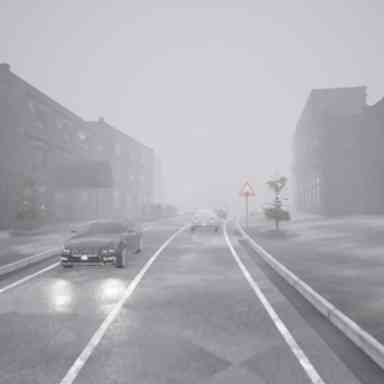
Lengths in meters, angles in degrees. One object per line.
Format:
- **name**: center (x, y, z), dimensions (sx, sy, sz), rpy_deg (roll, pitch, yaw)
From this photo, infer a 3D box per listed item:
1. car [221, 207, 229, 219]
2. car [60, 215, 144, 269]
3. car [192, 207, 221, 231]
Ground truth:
- **car**: center (3.471, 2.619, 41.975), dimensions (2.163, 1.488, 4.792), rpy_deg (-1, -2, 10)
- **car**: center (-2.919, 1.631, 11.690), dimensions (1.837, 1.490, 4.892), rpy_deg (0, -1, 2)
- **car**: center (1.020, 1.982, 24.146), dimensions (1.812, 1.442, 4.674), rpy_deg (0, -2, 5)
